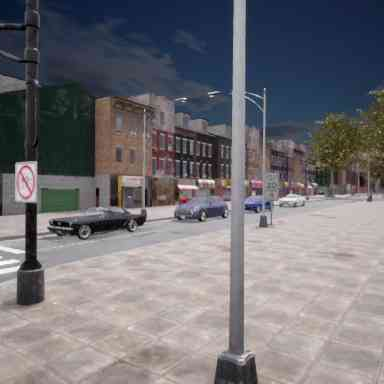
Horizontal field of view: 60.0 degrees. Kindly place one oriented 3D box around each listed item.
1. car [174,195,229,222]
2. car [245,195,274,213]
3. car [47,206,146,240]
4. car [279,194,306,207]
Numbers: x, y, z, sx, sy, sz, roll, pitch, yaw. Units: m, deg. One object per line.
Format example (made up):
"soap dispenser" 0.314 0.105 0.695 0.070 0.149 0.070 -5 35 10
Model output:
"car" 0.725 1.038 23.530 2.097 1.767 4.553 1 1 35
"car" 5.992 1.049 30.906 1.882 1.535 5.008 1 1 35
"car" -4.487 1.408 16.229 1.895 1.301 4.718 1 1 35
"car" 11.822 0.979 39.040 1.812 1.442 4.674 1 1 36
